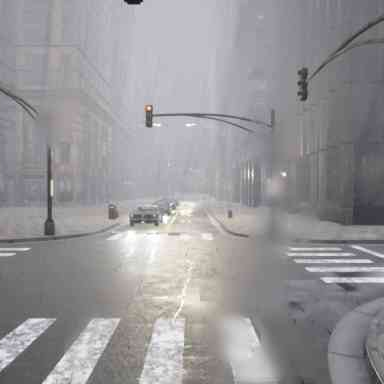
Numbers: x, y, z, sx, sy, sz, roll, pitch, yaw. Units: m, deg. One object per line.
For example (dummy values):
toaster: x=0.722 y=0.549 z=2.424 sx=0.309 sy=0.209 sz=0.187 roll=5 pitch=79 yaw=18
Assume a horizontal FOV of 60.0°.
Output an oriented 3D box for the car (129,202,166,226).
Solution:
car: x=-3.109 y=1.601 z=23.282 sx=1.895 sy=1.301 sz=4.718 roll=0 pitch=0 yaw=0

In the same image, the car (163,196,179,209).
car: x=-3.113 y=1.355 z=43.226 sx=2.097 sy=1.767 sz=4.553 roll=0 pitch=0 yaw=0

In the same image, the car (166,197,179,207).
car: x=-3.072 y=1.531 z=53.351 sx=1.812 sy=1.442 sz=4.674 roll=0 pitch=0 yaw=0

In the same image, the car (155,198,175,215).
car: x=-3.106 y=1.565 z=33.224 sx=1.994 sy=1.385 sz=4.181 roll=0 pitch=0 yaw=0
